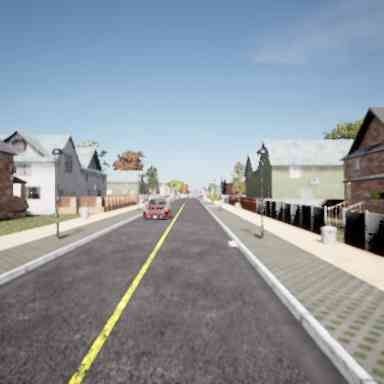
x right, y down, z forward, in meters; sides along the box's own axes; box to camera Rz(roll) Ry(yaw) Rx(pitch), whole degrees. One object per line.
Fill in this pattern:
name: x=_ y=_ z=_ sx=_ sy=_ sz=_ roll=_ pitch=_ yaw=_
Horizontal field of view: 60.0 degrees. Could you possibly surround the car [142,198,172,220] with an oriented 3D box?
car: x=-2.759 y=1.285 z=27.113 sx=2.097 sy=1.767 sz=4.553 roll=0 pitch=0 yaw=0
